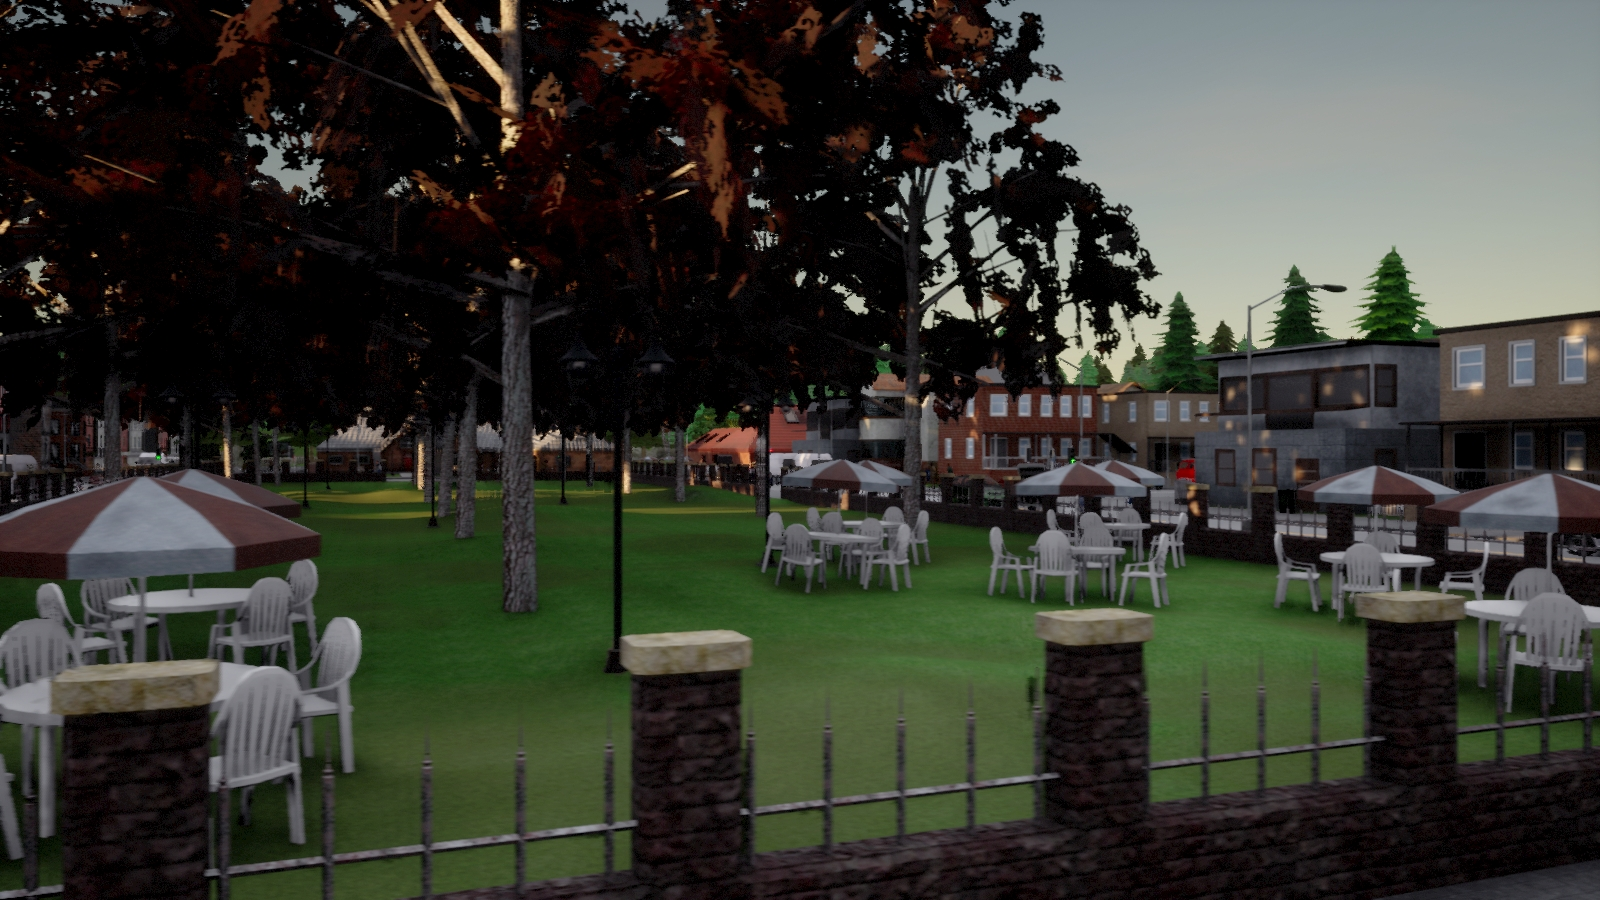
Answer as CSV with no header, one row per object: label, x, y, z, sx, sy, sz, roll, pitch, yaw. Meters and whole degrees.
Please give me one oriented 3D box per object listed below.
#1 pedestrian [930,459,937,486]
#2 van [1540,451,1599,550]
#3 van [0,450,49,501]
pedestrian,9.070,1.518,77.466,0.375,1.860,0.375,0,0,-10
van,22.093,1.315,28.646,1.988,2.561,5.915,0,0,-20
van,-42.275,1.315,61.336,1.988,2.561,5.915,0,0,-20
